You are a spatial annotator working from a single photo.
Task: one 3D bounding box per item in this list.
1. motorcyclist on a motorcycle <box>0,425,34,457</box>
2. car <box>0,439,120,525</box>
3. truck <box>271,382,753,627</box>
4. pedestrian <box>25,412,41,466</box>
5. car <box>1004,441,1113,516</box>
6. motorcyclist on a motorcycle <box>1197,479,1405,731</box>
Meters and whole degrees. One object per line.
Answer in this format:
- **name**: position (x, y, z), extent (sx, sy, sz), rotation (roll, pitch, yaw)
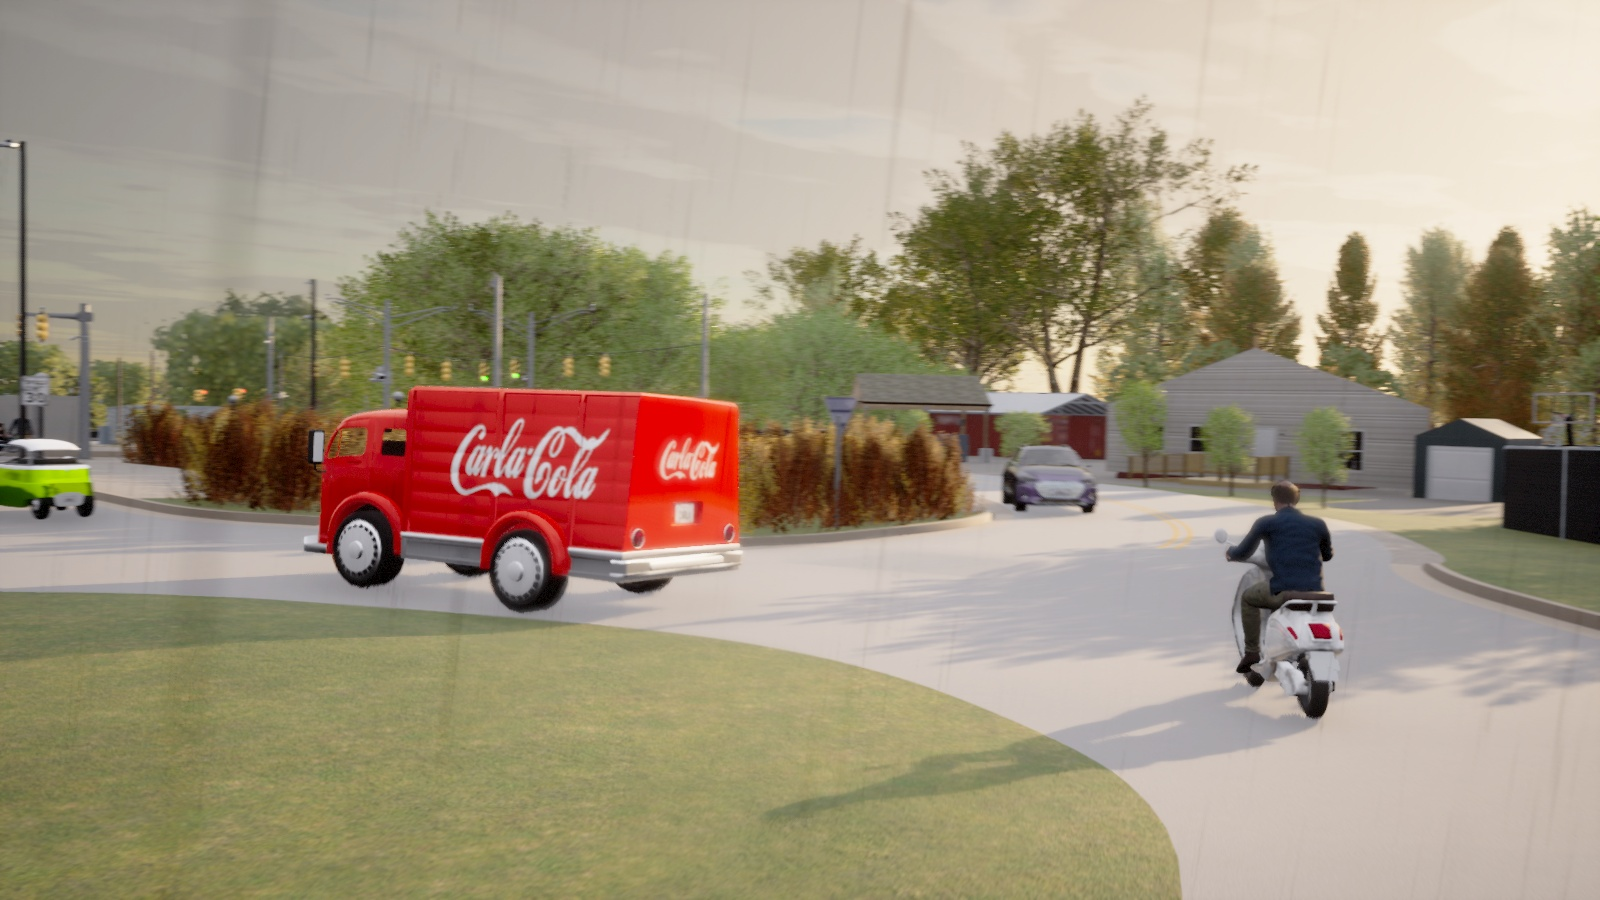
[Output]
- **motorcyclist on a motorcycle**: position (-42.519, -0.482, 67.311), extent (2.350, 1.649, 0.766), rotation (1, 0, -40)
- **car**: position (-13.663, 0.544, 22.881), extent (2.207, 1.376, 1.481), rotation (3, 3, 37)
- **truck**: position (-3.531, 0.524, 15.297), extent (5.204, 2.467, 2.627), rotation (2, 0, 29)
- **pedestrian**: position (-26.516, -0.380, 43.406), extent (0.402, 1.842, 0.726), rotation (-1, 2, -37)
- **car**: position (6.378, 0.645, 31.513), extent (2.033, 1.649, 4.856), rotation (1, 1, 4)
- **motorcyclist on a motorcycle**: position (3.483, 1.007, 8.929), extent (0.866, 1.590, 1.817), rotation (1, -2, 4)
